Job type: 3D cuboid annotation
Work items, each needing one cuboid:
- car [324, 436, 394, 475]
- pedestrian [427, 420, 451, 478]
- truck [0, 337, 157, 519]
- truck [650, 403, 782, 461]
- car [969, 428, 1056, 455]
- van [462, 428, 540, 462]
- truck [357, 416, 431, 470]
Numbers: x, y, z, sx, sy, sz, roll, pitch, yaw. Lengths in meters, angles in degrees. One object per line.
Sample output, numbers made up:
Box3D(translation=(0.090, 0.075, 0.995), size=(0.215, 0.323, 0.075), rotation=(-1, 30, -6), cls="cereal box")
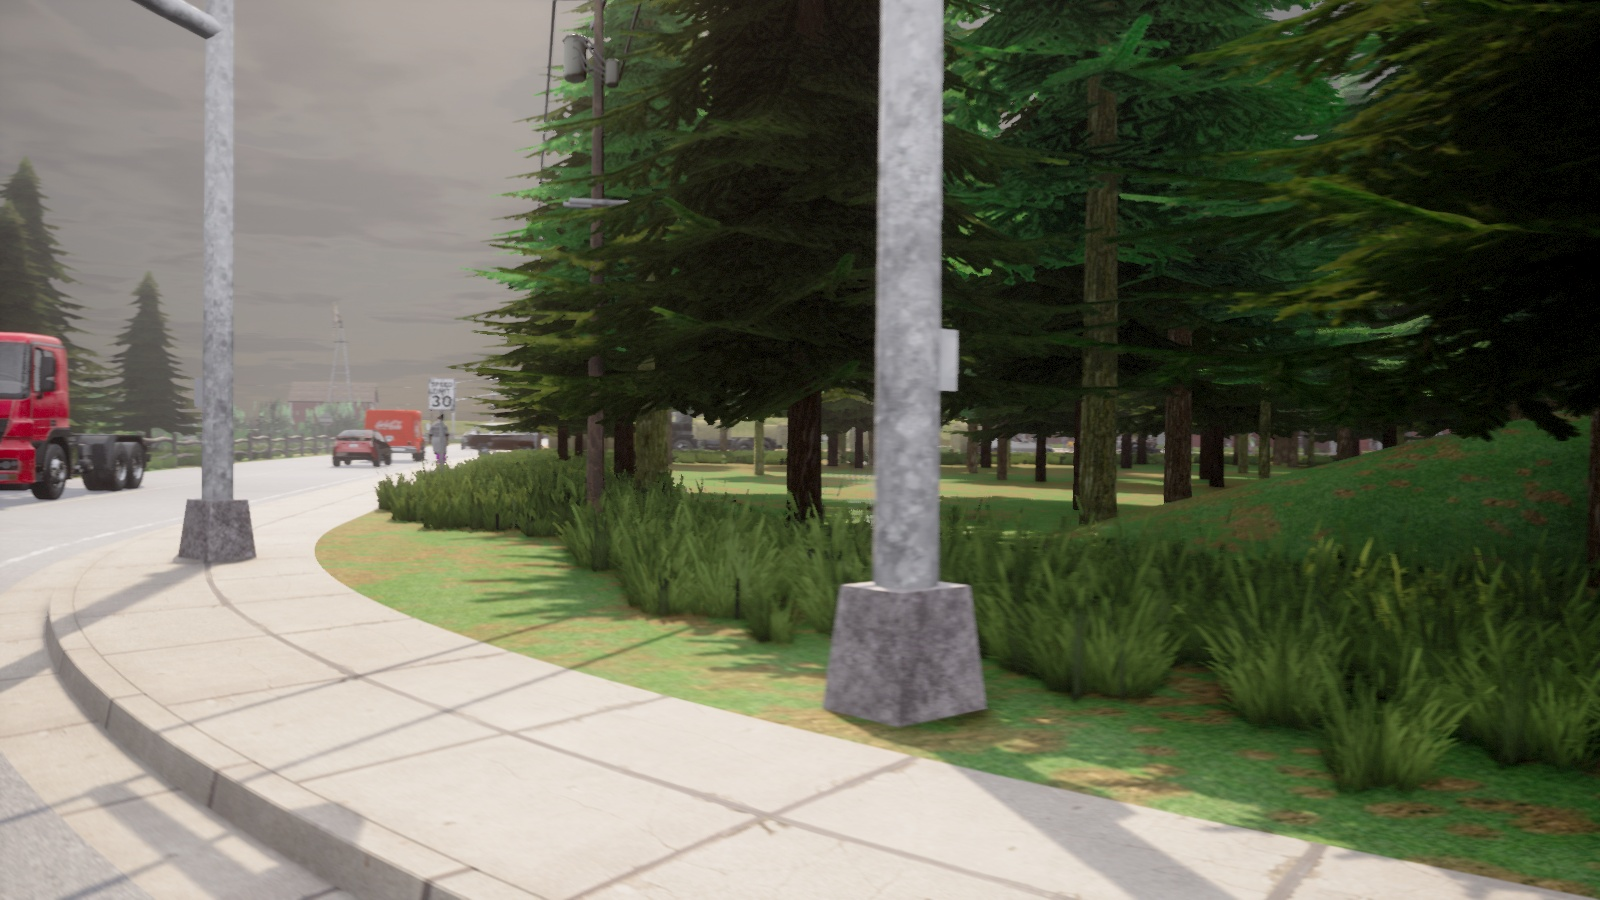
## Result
Box3D(translation=(-17.989, 0.188, 51.449), size=(2.007, 1.525, 4.514), rotation=(-1, 1, -10), cls="car")
Box3D(translation=(-12.434, -0.038, 43.232), size=(0.659, 1.952, 0.873), rotation=(-1, 1, -8), cls="pedestrian")
Box3D(translation=(-16.913, -0.450, 27.541), size=(2.891, 3.462, 7.936), rotation=(-1, 1, -11), cls="truck")
Box3D(translation=(-5.315, -1.144, 78.915), size=(7.936, 3.462, 2.891), rotation=(-1, 1, -12), cls="truck")
Box3D(translation=(13.417, -0.538, 79.386), size=(5.027, 1.651, 2.152), rotation=(-1, 1, -12), cls="car")
Box3D(translation=(-18.103, -0.301, 75.996), size=(4.480, 2.038, 2.069), rotation=(0, 0, -16), cls="van")
Box3D(translation=(-19.578, -0.346, 60.787), size=(2.627, 2.467, 5.204), rotation=(-1, 1, -10), cls="truck")
